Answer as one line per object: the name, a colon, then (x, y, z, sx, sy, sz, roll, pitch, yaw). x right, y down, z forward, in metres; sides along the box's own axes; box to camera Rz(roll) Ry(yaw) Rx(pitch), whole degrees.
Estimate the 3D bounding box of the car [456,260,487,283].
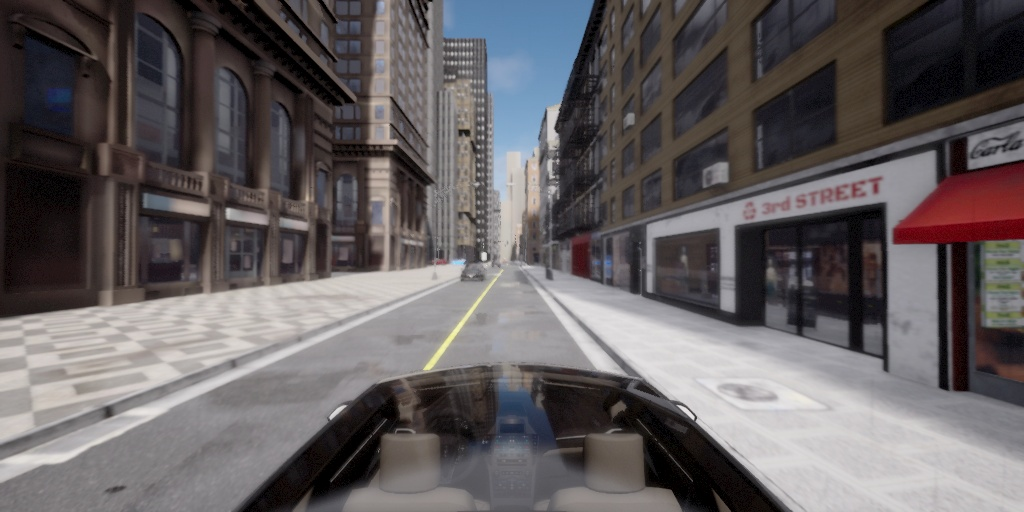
car: (-3.099, 1.340, 29.578, 1.837, 1.490, 4.892, 0, 0, 0)
